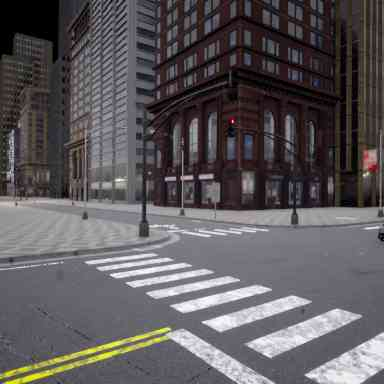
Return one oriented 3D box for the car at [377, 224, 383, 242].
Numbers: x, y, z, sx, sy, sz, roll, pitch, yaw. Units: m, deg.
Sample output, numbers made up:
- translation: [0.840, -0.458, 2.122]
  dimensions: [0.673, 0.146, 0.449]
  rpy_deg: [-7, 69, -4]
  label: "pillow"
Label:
- translation: [10.231, 1.594, 15.013]
  dimensions: [4.181, 1.385, 1.994]
  rpy_deg: [0, 0, -36]
  label: "car"
